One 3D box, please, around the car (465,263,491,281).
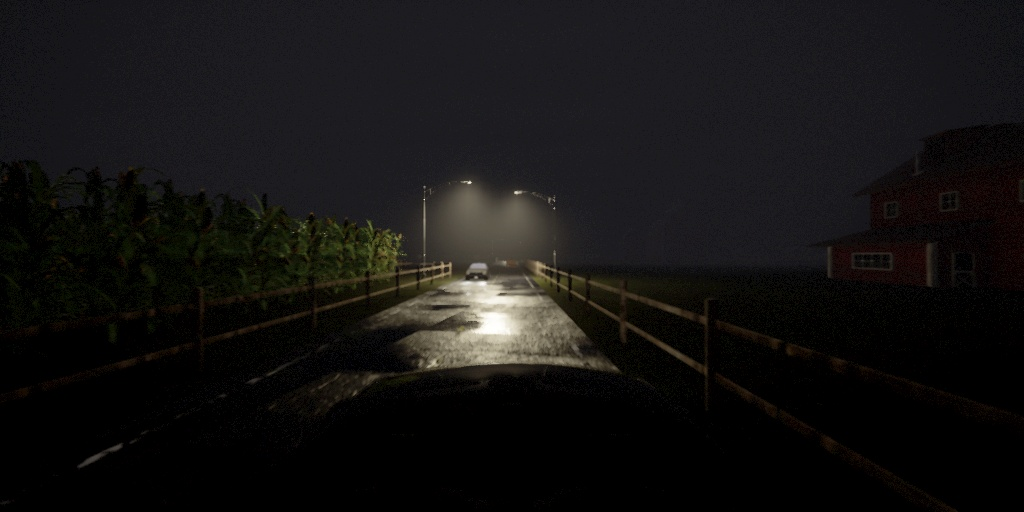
[{"bbox_3d":[-2.810,1.282,30.704,2.033,1.411,5.357,0,0,0],"label":"car"}]
